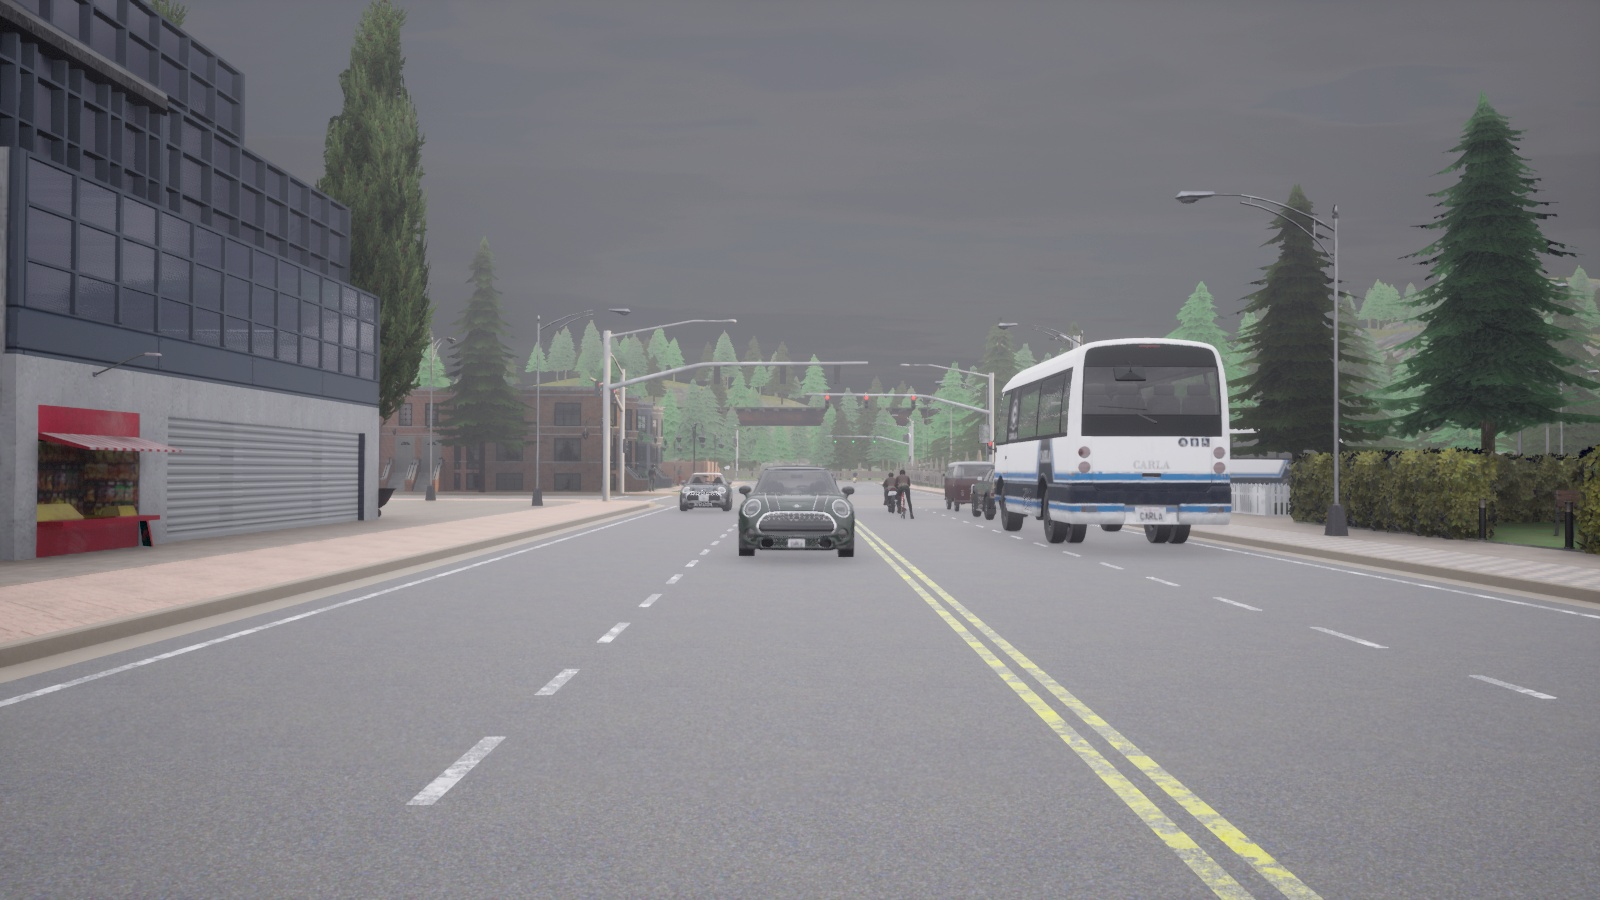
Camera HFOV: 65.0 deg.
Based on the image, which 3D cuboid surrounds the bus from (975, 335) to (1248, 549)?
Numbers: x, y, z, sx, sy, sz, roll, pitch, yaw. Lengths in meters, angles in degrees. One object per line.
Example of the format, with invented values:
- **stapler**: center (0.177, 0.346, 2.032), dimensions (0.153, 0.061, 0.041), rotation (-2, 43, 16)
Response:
- **bus**: center (6.925, -0.084, 30.178), dimensions (3.944, 4.253, 10.273), rotation (0, -1, 0)

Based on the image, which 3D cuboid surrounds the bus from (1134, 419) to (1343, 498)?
- **bus**: center (24.327, 0.516, 70.172), dimensions (10.273, 4.253, 3.944), rotation (0, -1, 0)

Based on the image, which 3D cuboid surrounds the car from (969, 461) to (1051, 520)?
- **car**: center (6.904, 1.302, 41.671), dimensions (1.932, 1.855, 4.605), rotation (0, -1, 0)

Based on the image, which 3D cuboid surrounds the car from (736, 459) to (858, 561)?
- **car**: center (-0.056, 1.075, 23.977), dimensions (2.097, 1.767, 4.553), rotation (0, -1, 0)

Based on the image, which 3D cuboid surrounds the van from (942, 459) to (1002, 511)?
- **van**: center (6.883, 1.387, 50.564), dimensions (1.775, 1.987, 4.442), rotation (0, -1, 0)

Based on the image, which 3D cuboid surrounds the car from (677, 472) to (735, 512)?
- **car**: center (-3.612, 1.612, 48.807), dimensions (1.970, 1.475, 3.806), rotation (0, -1, 0)

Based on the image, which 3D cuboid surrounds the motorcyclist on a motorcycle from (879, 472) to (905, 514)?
- **motorcyclist on a motorcycle**: center (3.394, 1.563, 46.551), dimensions (0.797, 1.523, 2.044), rotation (0, -1, 0)
